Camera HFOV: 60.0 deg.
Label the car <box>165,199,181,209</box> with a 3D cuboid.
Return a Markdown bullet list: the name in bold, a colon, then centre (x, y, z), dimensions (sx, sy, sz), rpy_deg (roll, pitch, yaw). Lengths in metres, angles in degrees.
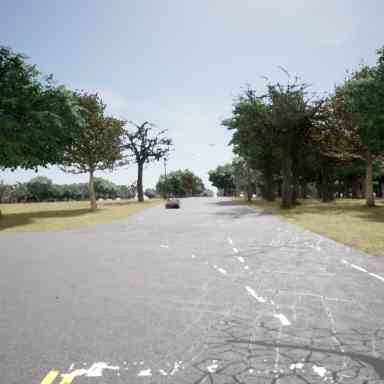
- **car**: centre (-2.457, 1.548, 43.757), dimensions (1.895, 1.301, 4.718), rpy_deg (-1, 1, 2)
